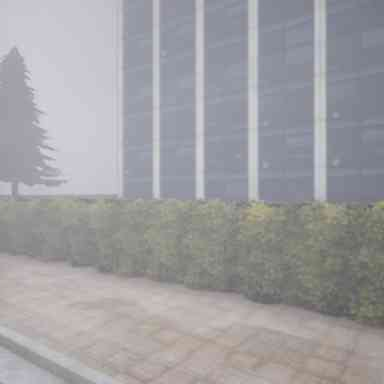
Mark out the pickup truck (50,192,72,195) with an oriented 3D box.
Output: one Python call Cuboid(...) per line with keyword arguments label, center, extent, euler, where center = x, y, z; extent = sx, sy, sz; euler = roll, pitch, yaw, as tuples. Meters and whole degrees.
Cuboid(label="pickup truck", center=(-24.340, 1.141, 63.850), extent=(6.274, 2.098, 2.390), euler=(0, 0, -24))
